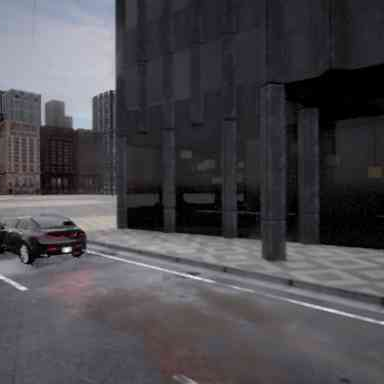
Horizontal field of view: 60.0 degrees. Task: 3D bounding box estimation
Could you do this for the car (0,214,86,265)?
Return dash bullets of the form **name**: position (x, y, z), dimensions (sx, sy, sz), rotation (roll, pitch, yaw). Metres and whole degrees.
- **car**: position (-5.625, 1.572, 12.122), dimensions (1.837, 1.490, 4.892), rotation (-1, 0, -45)
